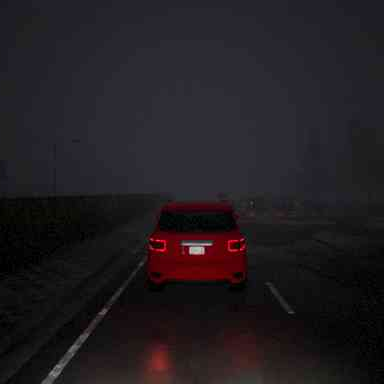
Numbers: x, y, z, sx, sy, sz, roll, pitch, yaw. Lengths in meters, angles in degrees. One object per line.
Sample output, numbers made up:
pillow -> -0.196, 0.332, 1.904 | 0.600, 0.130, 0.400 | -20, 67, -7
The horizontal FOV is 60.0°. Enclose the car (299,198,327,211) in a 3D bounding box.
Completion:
car -> 14.764, 1.478, 40.649 | 1.882, 1.535, 5.008 | 0, 0, 1

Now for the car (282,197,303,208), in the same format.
car -> 14.943, 1.505, 49.817 | 1.837, 1.490, 4.892 | 0, 0, 1

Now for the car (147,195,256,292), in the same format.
car -> 0.147, 1.221, 9.095 | 2.150, 2.045, 5.566 | 0, 0, 1

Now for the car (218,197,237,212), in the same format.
car -> 4.258, 1.478, 40.437 | 1.882, 1.535, 5.008 | 0, 0, 1

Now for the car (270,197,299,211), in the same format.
car -> 11.280, 1.352, 41.487 | 2.097, 1.767, 4.553 | 0, 0, 1

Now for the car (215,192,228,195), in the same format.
car -> 4.446, 1.221, 50.052 | 2.150, 2.045, 5.566 | 0, 0, 1

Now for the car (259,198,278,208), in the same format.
car -> 11.444, 1.564, 49.886 | 1.994, 1.385, 4.181 | 0, 0, 1

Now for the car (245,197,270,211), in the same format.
car -> 7.765, 1.352, 40.755 | 2.097, 1.767, 4.553 | 0, 0, 1

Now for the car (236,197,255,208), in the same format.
car -> 7.944, 1.491, 49.954 | 2.128, 1.511, 4.902 | 0, 0, 1

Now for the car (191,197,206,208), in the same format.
car -> 0.946, 1.491, 50.090 | 2.128, 1.511, 4.902 | 0, 0, 1
